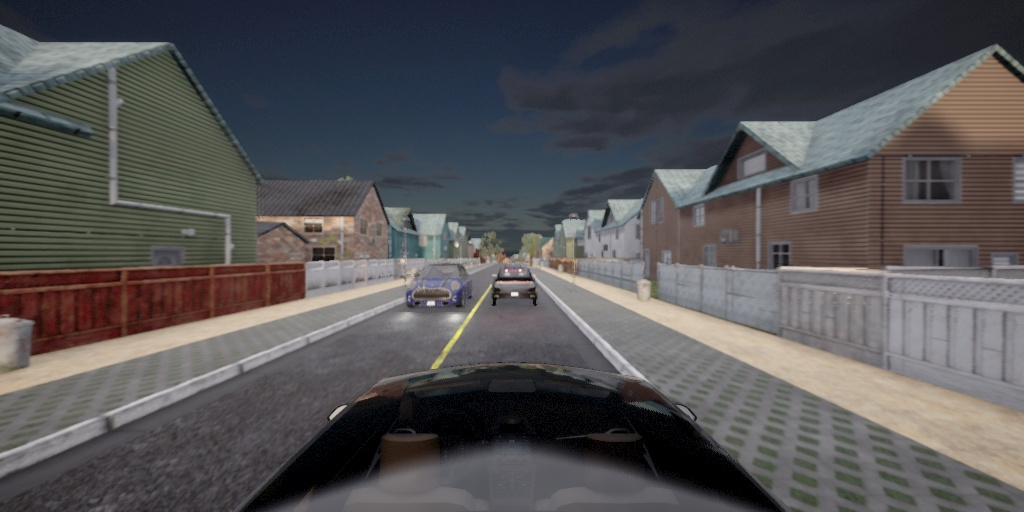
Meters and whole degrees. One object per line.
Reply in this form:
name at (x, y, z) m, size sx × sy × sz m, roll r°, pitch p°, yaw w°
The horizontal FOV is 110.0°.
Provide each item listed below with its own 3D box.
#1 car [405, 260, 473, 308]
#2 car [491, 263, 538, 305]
car at (-2.843, 1.071, 14.859) m, size 2.097 × 1.767 × 4.553 m, roll 0°, pitch 0°, yaw 0°
car at (0.102, 1.209, 15.813) m, size 2.128 × 1.511 × 4.902 m, roll 0°, pitch 0°, yaw 0°
